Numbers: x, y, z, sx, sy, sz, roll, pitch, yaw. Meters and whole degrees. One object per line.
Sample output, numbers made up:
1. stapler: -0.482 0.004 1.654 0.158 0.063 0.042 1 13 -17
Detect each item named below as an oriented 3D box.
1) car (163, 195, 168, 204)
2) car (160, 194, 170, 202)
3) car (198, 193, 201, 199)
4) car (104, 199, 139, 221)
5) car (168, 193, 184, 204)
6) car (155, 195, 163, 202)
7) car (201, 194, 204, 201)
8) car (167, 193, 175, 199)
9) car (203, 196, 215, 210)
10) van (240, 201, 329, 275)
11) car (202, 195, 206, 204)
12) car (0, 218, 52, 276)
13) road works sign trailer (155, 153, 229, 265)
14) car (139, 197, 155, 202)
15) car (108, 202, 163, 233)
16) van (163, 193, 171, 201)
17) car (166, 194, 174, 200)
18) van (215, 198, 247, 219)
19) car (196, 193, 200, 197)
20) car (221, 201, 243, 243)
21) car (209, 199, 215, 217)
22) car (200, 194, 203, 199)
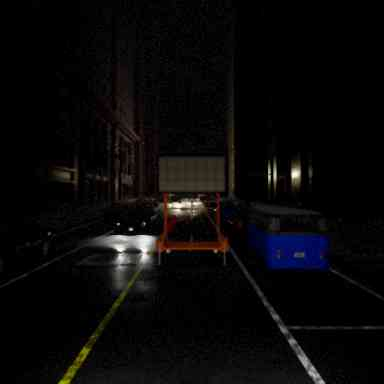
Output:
1. car: -5.843 1.460 60.738 1.802 1.307 4.206 1 0 0
2. car: -5.840 1.284 71.986 1.967 1.590 4.097 1 0 0
3. car: 2.683 1.427 66.368 1.947 1.339 4.313 1 0 0
4. car: -5.846 1.502 26.991 1.887 1.381 4.507 1 0 0
5. car: -3.035 1.353 61.494 1.882 1.535 5.008 0 0 1
6. car: -5.844 1.433 49.318 1.752 1.417 4.829 1 0 0
7. car: 2.682 1.452 49.492 1.887 1.381 4.507 1 0 0
8. car: -5.837 1.212 94.483 1.967 1.590 4.097 1 0 0
9. car: 2.680 1.484 38.244 2.008 1.369 4.403 1 0 0
10. van: 2.679 1.327 10.119 1.690 1.788 3.998 1 0 0
11. car: 2.681 1.466 43.868 1.887 1.381 4.507 1 0 0
12. car: -5.849 1.531 10.117 1.887 1.381 4.507 1 0 0
13. road works sign trailer: 0.002 0.448 11.578 2.380 3.560 2.880 0 0 0
14. car: -5.845 1.485 38.239 2.008 1.369 4.403 1 0 0
15. car: -3.096 1.518 19.528 2.033 1.411 5.357 0 0 0
16. van: -5.838 1.167 77.610 1.690 1.788 3.998 1 0 0
17. car: -5.840 1.356 88.860 1.947 1.339 4.313 1 0 0
18. van: 2.680 1.308 21.370 1.690 1.788 3.998 1 0 0
19. car: 2.686 1.353 83.241 1.887 1.381 4.507 1 0 0
20. car: 2.679 1.417 15.744 1.967 1.590 4.097 1 0 0
21. car: 2.679 1.507 26.994 2.008 1.369 4.403 1 0 0
22. car: 2.683 1.437 55.117 1.887 1.381 4.507 1 0 0
